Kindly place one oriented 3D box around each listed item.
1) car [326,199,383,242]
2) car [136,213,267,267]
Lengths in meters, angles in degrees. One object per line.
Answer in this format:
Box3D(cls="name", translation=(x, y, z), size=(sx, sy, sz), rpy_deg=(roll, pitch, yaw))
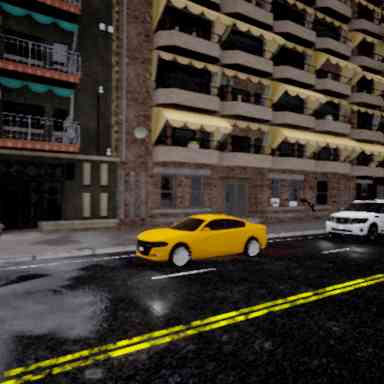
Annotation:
Box3D(cls="car", translation=(9.671, 1.428, 17.960), size=(5.566, 2.045, 2.150), rpy_deg=(1, 0, -33))
Box3D(cls="car", translation=(0.479, 1.546, 11.818), size=(5.008, 1.535, 1.882), rpy_deg=(1, -1, -34))
